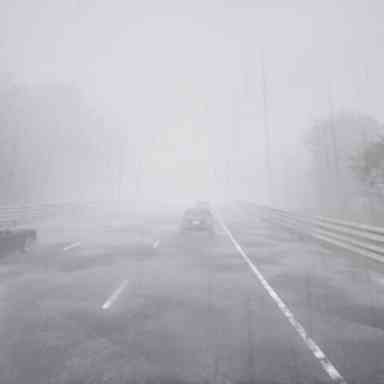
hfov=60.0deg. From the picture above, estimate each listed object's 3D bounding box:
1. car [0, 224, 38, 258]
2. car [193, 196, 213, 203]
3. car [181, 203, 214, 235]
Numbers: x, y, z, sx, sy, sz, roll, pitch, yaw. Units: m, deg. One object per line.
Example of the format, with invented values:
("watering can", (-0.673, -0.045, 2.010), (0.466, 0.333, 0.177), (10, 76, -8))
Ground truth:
("car", (-6.889, 1.611, 10.660), (1.895, 1.301, 4.718), (0, 0, 1))
("car", (1.379, 1.677, 42.444), (2.128, 1.511, 4.902), (0, 0, 3))
("car", (0.330, 1.627, 19.514), (2.033, 1.411, 5.357), (0, 0, 2))
